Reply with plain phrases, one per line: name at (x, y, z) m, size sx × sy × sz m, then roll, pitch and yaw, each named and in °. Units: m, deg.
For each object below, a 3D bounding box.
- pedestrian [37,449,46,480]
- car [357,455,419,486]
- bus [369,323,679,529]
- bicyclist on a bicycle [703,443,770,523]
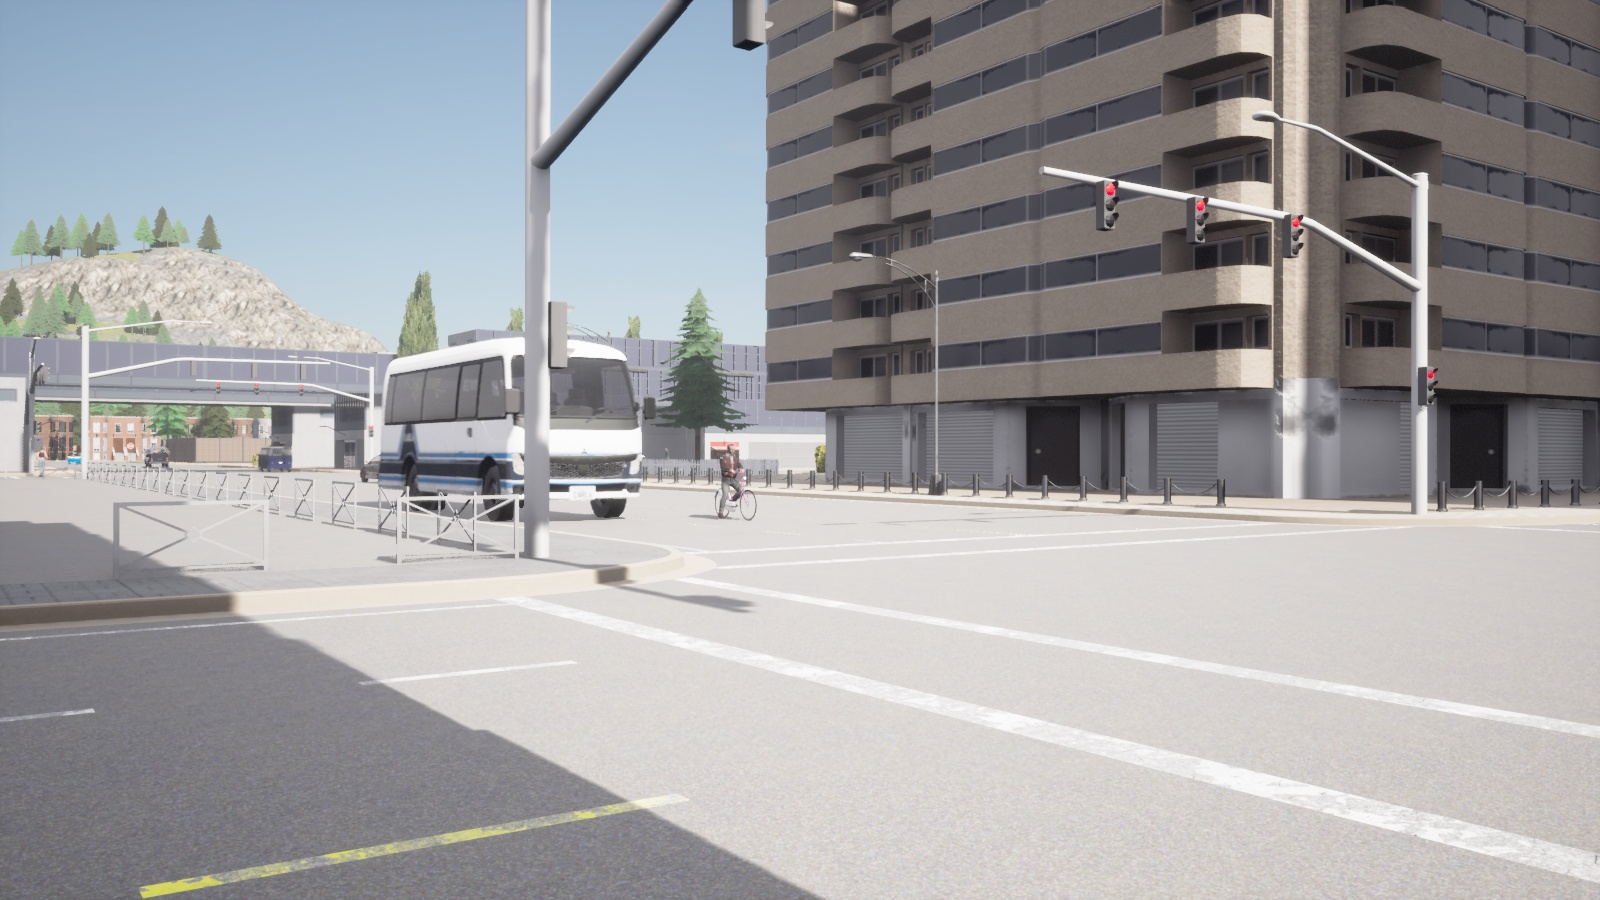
pedestrian at (-45.343, 0.859, 75.042) m, size 0.345 × 1.836 × 0.594 m, roll 0°, pitch 0°, yaw -43°
car at (-20.704, 1.012, 63.020) m, size 1.816 × 1.474 × 4.193 m, roll 0°, pitch 0°, yaw -35°
bus at (-7.260, -0.484, 31.252) m, size 3.944 × 4.253 × 10.273 m, roll 0°, pitch 0°, yaw -35°
bicyclist on a bicycle at (-1.488, 0.745, 29.055) m, size 0.659 × 1.776 × 1.843 m, roll 0°, pitch 0°, yaw -35°
